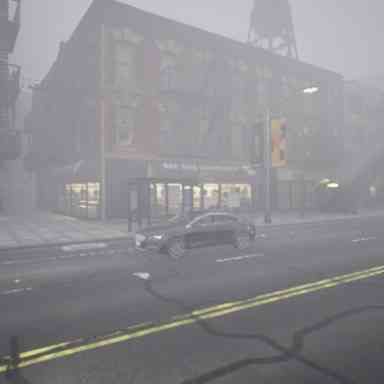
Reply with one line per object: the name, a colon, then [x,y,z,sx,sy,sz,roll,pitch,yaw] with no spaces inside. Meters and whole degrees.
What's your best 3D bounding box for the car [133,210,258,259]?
car: [0.251,1.444,12.463,4.902,1.511,2.128,0,0,-33]
